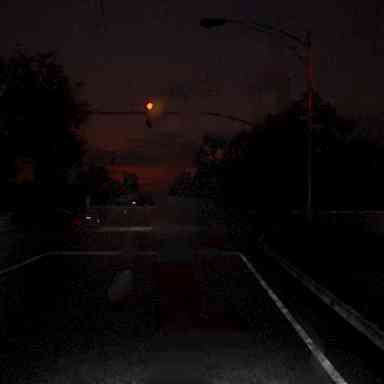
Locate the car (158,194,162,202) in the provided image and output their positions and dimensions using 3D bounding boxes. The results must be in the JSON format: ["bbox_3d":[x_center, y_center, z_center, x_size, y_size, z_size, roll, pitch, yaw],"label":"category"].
[{"bbox_3d":[-7.249,1.161,67.990,2.097,1.767,4.553,0,0,-2],"label":"car"}]

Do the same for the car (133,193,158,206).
[{"bbox_3d":[-7.112,1.115,51.414,2.150,2.045,5.566,0,0,0],"label":"car"}]

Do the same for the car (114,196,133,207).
[{"bbox_3d":[-10.620,1.423,50.809,1.812,1.442,4.674,0,0,0],"label":"car"}]

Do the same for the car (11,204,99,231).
[{"bbox_3d":[-8.062,1.479,19.761,4.902,1.511,2.128,0,0,-3],"label":"car"}]

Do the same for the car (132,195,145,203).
[{"bbox_3d":[-10.720,1.379,66.522,1.994,1.385,4.181,0,0,-1],"label":"car"}]
